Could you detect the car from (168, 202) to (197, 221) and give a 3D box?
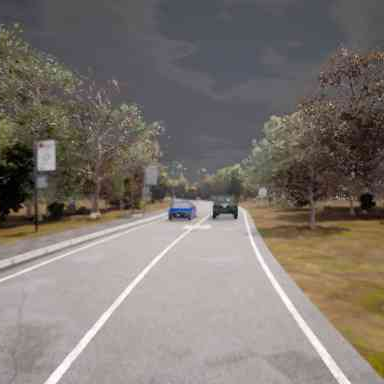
[{"bbox_3d":[-0.728,1.558,28.368,1.882,1.535,5.008,0,0,8],"label":"car"}]

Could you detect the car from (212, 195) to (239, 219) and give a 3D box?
[{"bbox_3d":[3.061,1.278,30.117,2.150,2.045,5.566,0,0,8],"label":"car"}]

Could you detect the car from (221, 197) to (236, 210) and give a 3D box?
[{"bbox_3d":[4.866,1.563,45.282,1.882,1.535,5.008,0,0,5],"label":"car"}]
